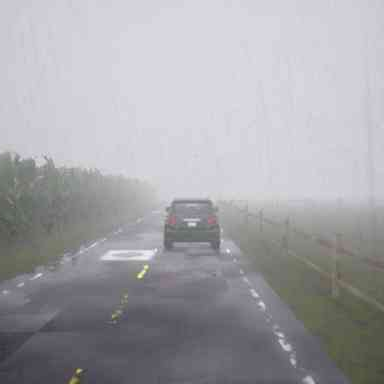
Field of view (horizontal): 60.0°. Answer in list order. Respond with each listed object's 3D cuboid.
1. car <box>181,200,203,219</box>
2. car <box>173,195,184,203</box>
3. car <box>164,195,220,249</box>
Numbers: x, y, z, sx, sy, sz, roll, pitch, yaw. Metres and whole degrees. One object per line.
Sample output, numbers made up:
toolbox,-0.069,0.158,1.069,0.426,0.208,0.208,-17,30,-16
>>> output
car,0.000,1.515,29.655,1.812,1.442,4.674,0,0,0
car,-2.751,1.418,68.891,1.882,1.535,5.008,0,0,0
car,0.000,1.251,14.682,2.150,2.045,5.566,0,0,0
